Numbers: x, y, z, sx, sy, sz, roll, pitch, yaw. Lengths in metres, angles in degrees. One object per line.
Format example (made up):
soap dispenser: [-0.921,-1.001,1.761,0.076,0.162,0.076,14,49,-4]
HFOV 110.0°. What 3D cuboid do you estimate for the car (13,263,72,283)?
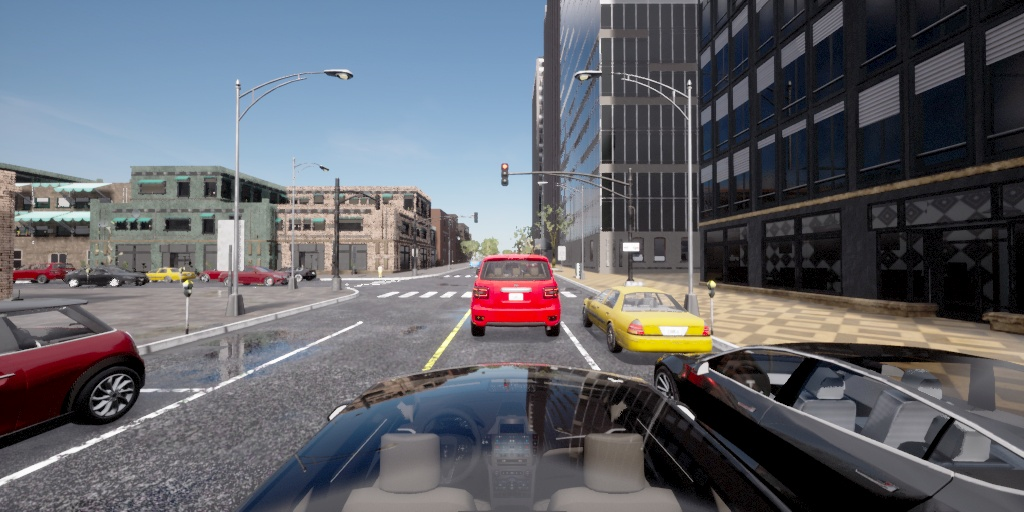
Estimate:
car: [-41.661,1.522,31.688,5.009,1.841,2.192,0,0,1]

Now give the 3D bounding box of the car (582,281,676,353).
car: [2.815,1.277,8.589,1.751,1.417,4.829,0,0,0]

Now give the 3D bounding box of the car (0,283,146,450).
car: [-5.692,1.190,2.814,1.967,1.591,4.097,0,0,0]

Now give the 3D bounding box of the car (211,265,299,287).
car: [-18.308,1.419,25.651,4.674,1.442,1.812,-1,-1,1]

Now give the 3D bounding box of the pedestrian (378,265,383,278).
pedestrian: [-12.608,1.399,34.328,0.375,1.300,0.375,0,0,1]

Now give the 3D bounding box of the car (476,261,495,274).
car: [-3.182,1.313,43.973,2.033,1.411,5.357,0,0,0]

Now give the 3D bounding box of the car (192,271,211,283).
car: [-25.017,1.489,31.509,4.097,1.591,1.967,0,0,1]

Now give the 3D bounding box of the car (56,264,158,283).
car: [-29.006,1.501,25.772,4.892,1.490,1.837,-1,-1,1]

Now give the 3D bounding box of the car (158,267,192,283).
car: [-30.735,1.627,31.570,4.829,1.417,1.751,0,0,1]

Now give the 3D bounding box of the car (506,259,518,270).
car: [-0.007,1.275,55.151,1.837,1.490,4.892,0,0,0]

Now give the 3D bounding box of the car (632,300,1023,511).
car: [2.656,1.316,2.776,1.948,1.339,4.313,0,0,0]

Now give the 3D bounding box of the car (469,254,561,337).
car: [0.083,0.975,10.465,2.150,2.045,5.566,0,0,0]

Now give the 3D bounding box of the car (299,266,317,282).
car: [-19.470,1.562,31.448,4.313,1.339,1.948,0,0,1]

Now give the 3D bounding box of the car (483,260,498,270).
car: [-3.195,1.317,54.160,2.033,1.411,5.357,0,0,0]

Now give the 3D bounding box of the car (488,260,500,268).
car: [-3.177,1.375,64.455,1.895,1.301,4.718,0,0,0]
